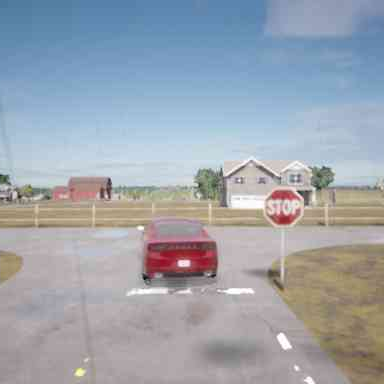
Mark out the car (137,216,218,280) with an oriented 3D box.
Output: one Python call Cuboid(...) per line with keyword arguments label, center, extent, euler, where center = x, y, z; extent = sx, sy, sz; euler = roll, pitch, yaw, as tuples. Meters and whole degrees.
Cuboid(label="car", center=(-0.592, 1.471, 10.049), extent=(1.882, 1.535, 5.008), euler=(0, 0, -10))
